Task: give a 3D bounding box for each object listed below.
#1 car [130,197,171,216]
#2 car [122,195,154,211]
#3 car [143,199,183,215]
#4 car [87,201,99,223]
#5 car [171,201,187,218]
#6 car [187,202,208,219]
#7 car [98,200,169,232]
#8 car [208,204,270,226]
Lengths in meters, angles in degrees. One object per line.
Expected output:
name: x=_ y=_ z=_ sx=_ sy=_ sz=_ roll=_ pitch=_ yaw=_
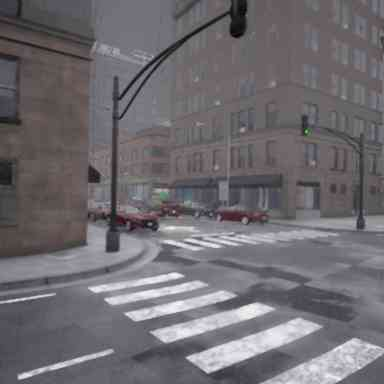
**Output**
car: x=-3.906 y=1.322 z=24.072 sx=2.128 sy=1.511 sz=4.902 roll=1 pitch=0 yaw=-36
car: x=-6.103 y=1.225 z=37.257 sx=1.967 sy=1.590 sz=4.097 roll=2 pitch=-1 yaw=-36
car: x=-2.908 y=1.429 z=32.776 sx=1.947 sy=1.339 sz=4.313 roll=2 pitch=-1 yaw=-36
car: x=-6.643 y=1.305 z=23.341 sx=1.887 sy=1.381 sz=4.507 roll=3 pitch=-1 yaw=-36
car: x=-2.833 y=1.340 z=27.903 sx=1.882 sy=1.535 sz=5.008 roll=1 pitch=0 yaw=-36
car: x=0.292 y=1.492 z=28.297 sx=2.008 sy=1.369 sz=4.403 roll=2 pitch=-1 yaw=-36
car: x=-3.443 y=1.383 z=18.862 sx=1.887 sy=1.381 sz=4.507 roll=3 pitch=-1 yaw=-36
car: x=3.491 y=1.564 z=23.817 sx=1.887 sy=1.381 sz=4.507 roll=2 pitch=-1 yaw=-36
